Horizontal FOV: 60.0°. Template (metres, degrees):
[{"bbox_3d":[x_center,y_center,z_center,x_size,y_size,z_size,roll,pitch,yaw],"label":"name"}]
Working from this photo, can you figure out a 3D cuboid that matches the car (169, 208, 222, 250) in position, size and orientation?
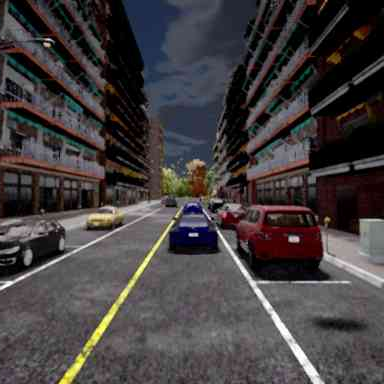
[{"bbox_3d":[0.072,1.606,14.668,1.994,1.385,4.181,0,0,0],"label":"car"}]

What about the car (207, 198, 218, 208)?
[{"bbox_3d":[3.143,1.590,39.043,1.882,1.535,5.008,0,0,0],"label":"car"}]

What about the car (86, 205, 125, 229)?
[{"bbox_3d":[-5.678,1.589,22.213,1.752,1.417,4.829,1,0,0],"label":"car"}]

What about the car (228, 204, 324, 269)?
[{"bbox_3d":[2.703,1.347,11.213,2.192,1.841,5.009,1,0,0],"label":"car"}]

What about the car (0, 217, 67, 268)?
[{"bbox_3d":[-5.680,1.583,11.246,2.008,1.369,4.403,1,0,0],"label":"car"}]

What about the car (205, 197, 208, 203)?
[{"bbox_3d":[3.144,1.611,46.043,1.882,1.535,5.008,0,0,0],"label":"car"}]

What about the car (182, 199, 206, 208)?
[{"bbox_3d":[0.078,1.613,30.276,1.812,1.442,4.674,0,0,0],"label":"car"}]

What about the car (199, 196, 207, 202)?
[{"bbox_3d":[2.779,1.817,84.237,1.947,1.339,4.313,1,0,0],"label":"car"}]

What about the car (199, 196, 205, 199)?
[{"bbox_3d":[2.715,1.723,67.062,1.752,1.417,4.829,1,0,0],"label":"car"}]

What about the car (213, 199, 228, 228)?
[{"bbox_3d":[2.702,1.504,22.348,1.967,1.590,4.097,1,0,0],"label":"car"}]

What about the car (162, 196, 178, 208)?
[{"bbox_3d":[-3.076,1.653,50.843,1.837,1.490,4.892,0,0,0],"label":"car"}]

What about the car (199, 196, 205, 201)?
[{"bbox_3d":[2.846,1.811,94.902,1.752,1.417,4.829,1,0,0],"label":"car"}]
